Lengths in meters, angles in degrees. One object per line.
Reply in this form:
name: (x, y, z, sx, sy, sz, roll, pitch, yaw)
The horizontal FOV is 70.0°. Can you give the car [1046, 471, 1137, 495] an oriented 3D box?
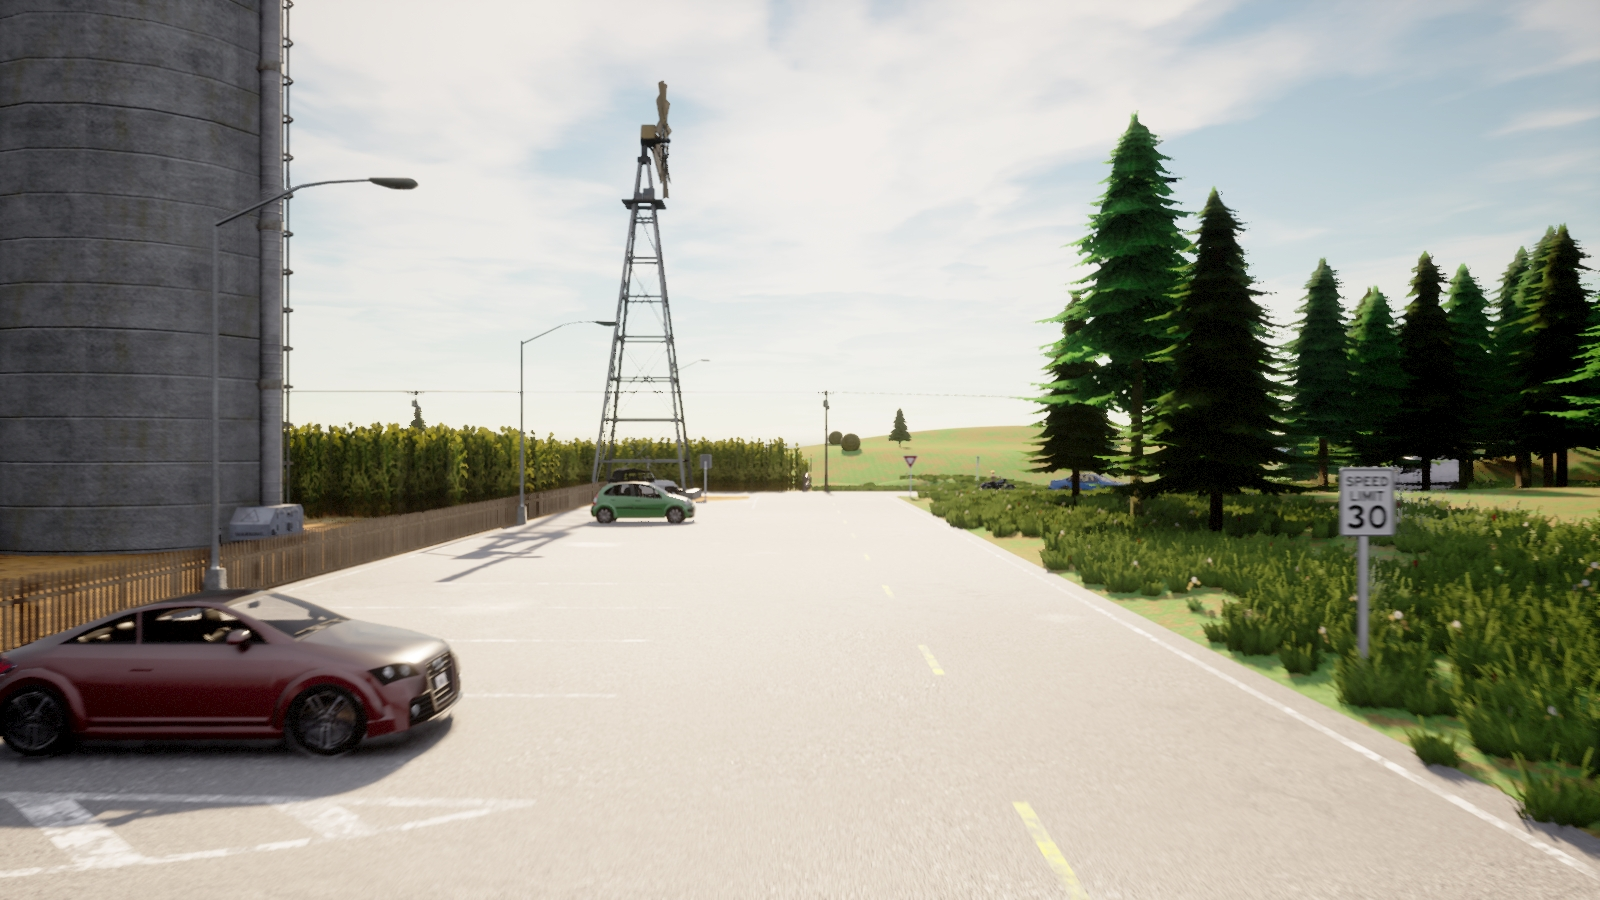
car: (18.837, 2.106, 73.993, 5.357, 1.411, 2.033, 0, 0, 38)
